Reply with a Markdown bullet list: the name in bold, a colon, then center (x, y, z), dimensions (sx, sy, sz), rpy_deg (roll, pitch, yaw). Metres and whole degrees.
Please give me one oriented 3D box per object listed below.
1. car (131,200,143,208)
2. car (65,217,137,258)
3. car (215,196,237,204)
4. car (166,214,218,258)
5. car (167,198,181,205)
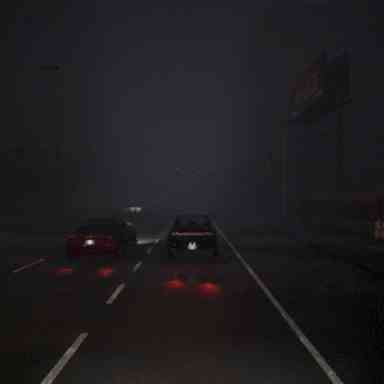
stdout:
- **car**: center (-10.498, 2.192, 63.742), dimensions (2.128, 1.511, 4.902), rpy_deg (0, -1, 0)
- **car**: center (-3.482, 1.713, 13.439), dimensions (1.994, 1.385, 4.181), rpy_deg (0, -1, 1)
- **car**: center (8.762, 2.097, 84.637), dimensions (5.566, 2.045, 2.150), rpy_deg (0, -1, -10)
- **car**: center (0.022, 1.642, 13.488), dimensions (2.128, 1.511, 4.902), rpy_deg (0, 0, 0)
- **car**: center (-4.549, 2.230, 82.438), dimensions (2.097, 1.767, 4.553), rpy_deg (0, -1, -27)
